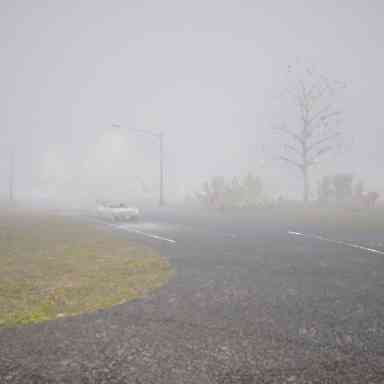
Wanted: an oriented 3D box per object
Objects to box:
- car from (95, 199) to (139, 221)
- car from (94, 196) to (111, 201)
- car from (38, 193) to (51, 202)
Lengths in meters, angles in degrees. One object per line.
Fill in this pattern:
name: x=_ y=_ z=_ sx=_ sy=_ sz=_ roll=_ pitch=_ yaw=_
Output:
car: x=-5.834 y=1.492 z=26.120 sx=1.895 sy=1.301 sz=4.718 roll=0 pitch=0 yaw=-32
car: x=-13.852 y=1.339 z=52.205 sx=1.895 sy=1.301 sz=4.718 roll=0 pitch=0 yaw=-32
car: x=-29.780 y=1.148 z=66.698 sx=1.812 sy=1.442 sz=4.674 roll=0 pitch=0 yaw=-25
